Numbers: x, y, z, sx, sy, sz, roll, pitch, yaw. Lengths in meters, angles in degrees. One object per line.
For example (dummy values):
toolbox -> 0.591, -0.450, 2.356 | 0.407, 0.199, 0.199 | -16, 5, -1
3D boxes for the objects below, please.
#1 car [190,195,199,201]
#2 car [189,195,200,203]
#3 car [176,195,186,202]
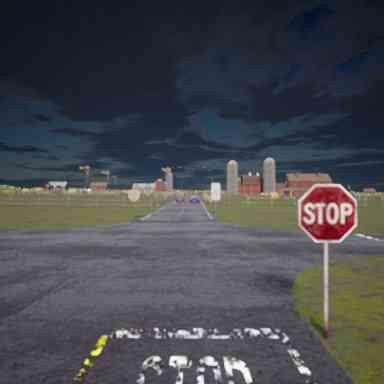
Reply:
car -> 0.529, 1.248, 71.157 | 1.895, 1.301, 4.718 | 0, 0, 0
car -> 0.455, 1.328, 61.089 | 1.812, 1.442, 4.674 | 0, 0, 0
car -> -2.260, 1.292, 66.145 | 1.837, 1.490, 4.892 | 0, 0, 0
